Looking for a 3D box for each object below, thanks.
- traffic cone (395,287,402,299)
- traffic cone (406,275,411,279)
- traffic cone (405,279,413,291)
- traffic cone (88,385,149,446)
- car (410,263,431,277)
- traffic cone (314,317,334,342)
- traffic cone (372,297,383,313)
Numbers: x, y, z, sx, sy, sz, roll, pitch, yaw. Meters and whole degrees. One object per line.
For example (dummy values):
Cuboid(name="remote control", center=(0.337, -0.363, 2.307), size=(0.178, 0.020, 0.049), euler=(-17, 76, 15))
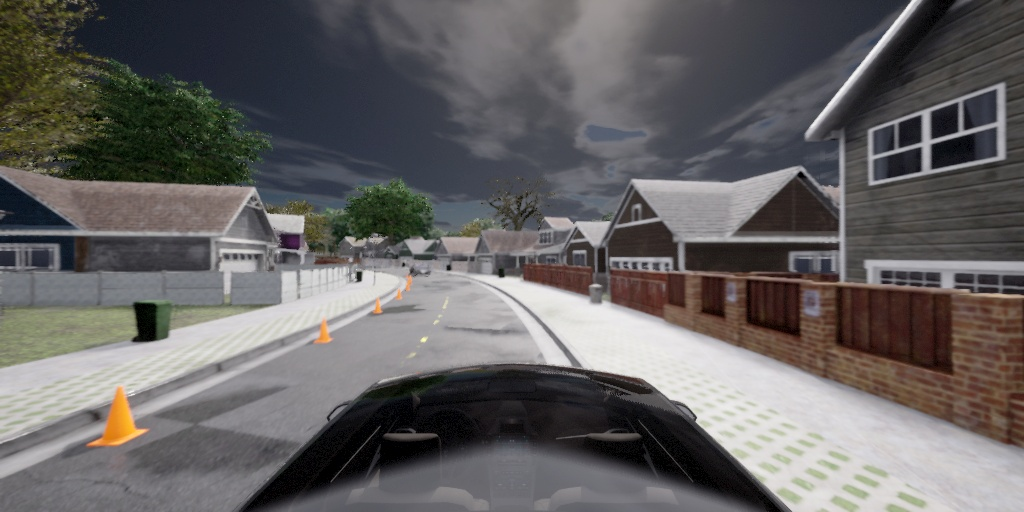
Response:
Cuboid(name="traffic cone", center=(-5.860, 1.912, 18.614), size=(0.340, 0.580, 0.340), euler=(0, 0, -10))
Cuboid(name="traffic cone", center=(-7.942, 1.981, 28.154), size=(0.340, 0.580, 0.340), euler=(0, 0, -15))
Cuboid(name="traffic cone", center=(-6.789, 1.947, 23.408), size=(0.340, 0.580, 0.340), euler=(0, 0, -12))
Cuboid(name="traffic cone", center=(-4.426, 1.759, 4.044), size=(0.340, 0.580, 0.340), euler=(0, 0, -2))
Cuboid(name="car", center=(-10.845, 1.613, 42.263), size=(2.128, 1.511, 4.902), euler=(0, 0, -24))
Cuboid(name="traffic cone", center=(-4.676, 1.818, 8.922), size=(0.340, 0.580, 0.340), euler=(0, 0, -4))
Cuboid(name="traffic cone", center=(-5.155, 1.868, 13.781), size=(0.340, 0.580, 0.340), euler=(0, 0, -7))
